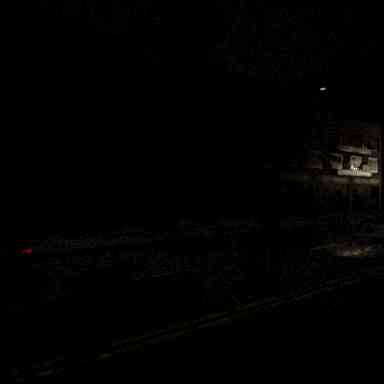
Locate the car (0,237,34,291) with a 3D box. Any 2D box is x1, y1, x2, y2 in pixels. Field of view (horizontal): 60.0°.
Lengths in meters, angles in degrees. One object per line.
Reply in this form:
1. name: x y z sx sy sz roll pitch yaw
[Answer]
1. car: -5.877 1.568 7.476 4.181 1.385 1.994 0 0 -35
